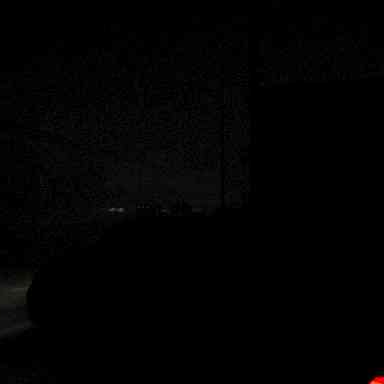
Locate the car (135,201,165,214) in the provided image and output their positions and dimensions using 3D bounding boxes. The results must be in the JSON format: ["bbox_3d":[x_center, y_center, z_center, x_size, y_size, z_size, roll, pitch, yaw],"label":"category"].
[{"bbox_3d":[-5.254,1.916,42.328,2.033,1.411,5.357,0,0,13],"label":"car"}]

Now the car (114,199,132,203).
[{"bbox_3d":[-12.220,2.018,58.352,1.882,1.535,5.008,0,-1,14],"label":"car"}]

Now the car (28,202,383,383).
[{"bbox_3d":[0.004,1.251,4.006,5.566,2.045,2.150,-1,0,44],"label":"car"}]

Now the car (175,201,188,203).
[{"bbox_3d":[-1.336,1.901,43.617,2.033,1.411,5.357,0,0,15],"label":"car"}]
